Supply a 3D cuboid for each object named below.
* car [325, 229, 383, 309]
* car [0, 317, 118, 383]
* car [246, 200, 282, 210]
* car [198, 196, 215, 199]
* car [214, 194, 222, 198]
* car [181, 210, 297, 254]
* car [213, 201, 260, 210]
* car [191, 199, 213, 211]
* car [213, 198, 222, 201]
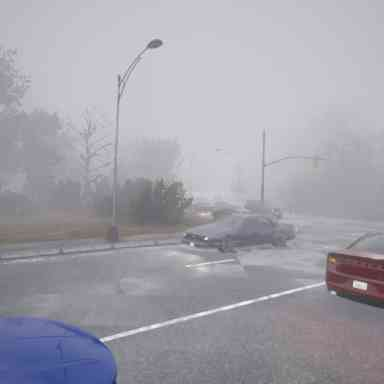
[{"bbox_3d":[5.016,1.555,7.364,5.008,1.535,1.882,1,-1,-35],"label":"car"},{"bbox_3d":[-2.839,1.478,1.717,5.008,1.535,1.882,0,0,-36],"label":"car"},{"bbox_3d":[7.966,1.929,37.684,2.150,2.045,5.566,3,-1,-22],"label":"car"},{"bbox_3d":[1.853,1.717,56.887,1.837,1.490,4.892,2,2,-13],"label":"car"},{"bbox_3d":[5.940,1.177,77.529,2.033,1.411,5.357,2,2,-1],"label":"car"},{"bbox_3d":[2.169,1.656,14.159,5.357,1.411,2.033,2,-1,-36],"label":"car"},{"bbox_3d":[4.716,2.106,36.297,2.033,1.411,5.357,3,-1,-23],"label":"car"},{"bbox_3d":[1.405,2.019,45.255,1.895,1.301,4.718,3,0,-18],"label":"car"},{"bbox_3d":[4.511,2.051,47.100,1.837,1.490,4.892,3,1,-17],"label":"car"}]
